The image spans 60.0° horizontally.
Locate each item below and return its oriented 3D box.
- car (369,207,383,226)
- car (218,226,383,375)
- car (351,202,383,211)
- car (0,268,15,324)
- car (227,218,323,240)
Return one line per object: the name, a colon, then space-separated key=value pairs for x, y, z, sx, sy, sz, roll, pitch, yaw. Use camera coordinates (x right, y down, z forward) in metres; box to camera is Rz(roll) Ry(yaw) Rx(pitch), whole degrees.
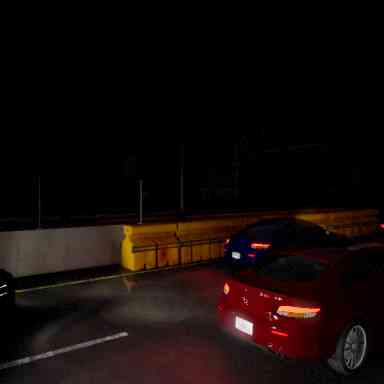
car: x=10.854 y=1.547 z=15.790 sx=5.357 sy=1.411 sz=2.033 roll=0 pitch=0 yaw=-36
car: x=2.525 y=1.526 z=5.555 sx=4.674 sy=1.442 sz=1.812 roll=0 pitch=0 yaw=-36
car: x=15.526 y=1.547 z=27.079 sx=5.357 sy=1.411 sz=2.033 roll=0 pitch=0 yaw=-15
car: x=-5.149 y=1.478 z=4.372 sx=5.008 sy=1.535 sz=1.882 roll=0 pitch=0 yaw=-35
car: x=3.055 y=1.526 z=10.230 sx=4.674 sy=1.442 sz=1.812 roll=0 pitch=0 yaw=-35
